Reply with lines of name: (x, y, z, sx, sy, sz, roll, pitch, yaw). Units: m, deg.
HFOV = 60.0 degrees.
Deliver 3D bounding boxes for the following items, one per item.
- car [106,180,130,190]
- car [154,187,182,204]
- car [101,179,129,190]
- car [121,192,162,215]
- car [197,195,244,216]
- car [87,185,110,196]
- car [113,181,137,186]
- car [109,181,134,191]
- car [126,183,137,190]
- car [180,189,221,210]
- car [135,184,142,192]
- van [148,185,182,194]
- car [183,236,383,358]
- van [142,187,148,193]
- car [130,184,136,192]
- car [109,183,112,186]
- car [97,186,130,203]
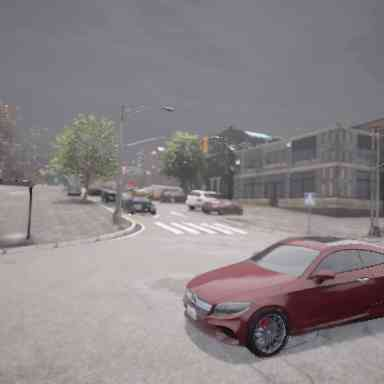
car: (-16.188, -1.449, 73.100, 2.185, 1.767, 4.553, 3, -1, 43)
car: (-2.000, 0.684, 43.082, 4.892, 1.521, 2.231, 4, 2, -45)
car: (-17.530, -1.643, 75.724, 2.435, 2.045, 5.566, 0, -4, 44)
car: (-4.346, 1.066, 27.321, 1.994, 1.385, 4.181, 4, 2, -26)
car: (3.106, 1.463, 32.155, 2.002, 1.452, 4.674, 6, 2, 45)
car: (-12.998, -0.136, 45.387, 1.895, 1.301, 4.718, 4, 2, -26)
car: (-12.129, -0.793, 65.063, 1.946, 1.575, 5.366, 6, 2, 44)
car: (-14.907, -1.302, 70.364, 2.185, 1.767, 4.553, 6, 1, 44)
car: (-8.390, -0.202, 56.764, 2.002, 1.452, 4.674, 6, 2, 45)
car: (1.868, 0.989, 34.899, 5.566, 2.045, 2.435, 4, 2, -45)
car: (-5.690, 0.135, 51.426, 5.366, 1.575, 1.946, 4, 2, -45)
van: (-3.326, 0.269, 45.728, 4.442, 1.987, 1.878, 4, 2, -45)
car: (2.147, 1.569, 5.982, 4.674, 1.442, 1.812, 0, 0, -23)
van: (-4.605, 0.084, 48.466, 4.442, 1.987, 1.878, 4, 2, -45)
car: (-7.096, -0.016, 54.032, 2.002, 1.452, 4.674, 7, 2, 45)
car: (-13.562, -1.237, 67.624, 2.435, 2.045, 5.566, 7, 2, 44)
car: (-8.628, 0.453, 36.254, 1.994, 1.385, 4.181, 4, 2, -26)
